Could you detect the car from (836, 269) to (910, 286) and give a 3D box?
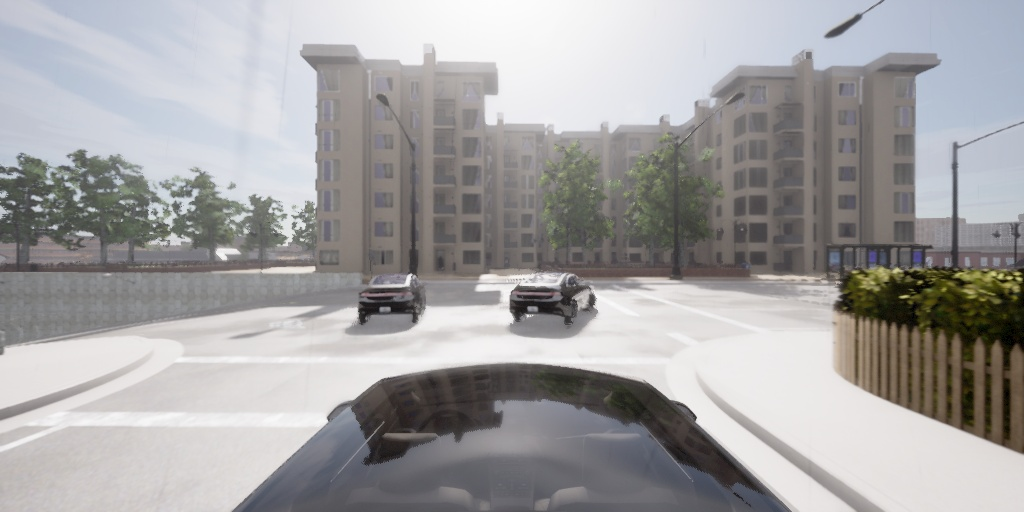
[{"bbox_3d":[19.787,1.355,18.520,4.718,1.301,1.895,0,0,1],"label":"car"}]

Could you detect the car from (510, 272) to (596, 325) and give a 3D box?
[{"bbox_3d":[1.520,1.294,12.184,2.128,1.511,4.902,-1,-1,23],"label":"car"}]

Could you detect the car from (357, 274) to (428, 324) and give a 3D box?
[{"bbox_3d":[-4.114,1.375,12.756,2.128,1.511,4.902,0,-1,-11],"label":"car"}]
